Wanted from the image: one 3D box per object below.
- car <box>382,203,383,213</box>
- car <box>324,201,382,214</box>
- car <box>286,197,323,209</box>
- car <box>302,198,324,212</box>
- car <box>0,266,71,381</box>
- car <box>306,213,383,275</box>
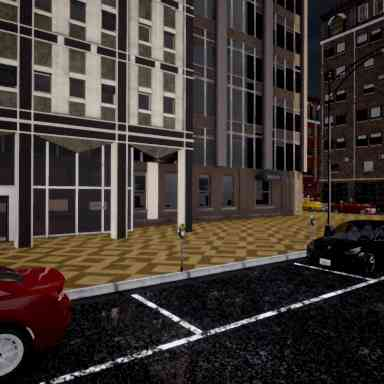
[{"bbox_3d":[21.097,1.532,34.276,2.033,1.411,5.357,0,0,-36],"label":"car"},{"bbox_3d":[15.492,1.535,32.154,1.802,1.307,4.206,0,0,-36],"label":"car"},{"bbox_3d":[15.574,1.500,46.381,1.752,1.417,4.829,0,0,-36],"label":"car"},{"bbox_3d":[12.283,1.467,36.611,1.752,1.417,4.829,0,0,-36],"label":"car"},{"bbox_3d":[-3.793,1.545,3.847,4.507,1.381,1.887,0,0,-36],"label":"car"},{"bbox_3d":[5.455,1.567,10.473,4.313,1.339,1.947,0,0,-36],"label":"car"}]
